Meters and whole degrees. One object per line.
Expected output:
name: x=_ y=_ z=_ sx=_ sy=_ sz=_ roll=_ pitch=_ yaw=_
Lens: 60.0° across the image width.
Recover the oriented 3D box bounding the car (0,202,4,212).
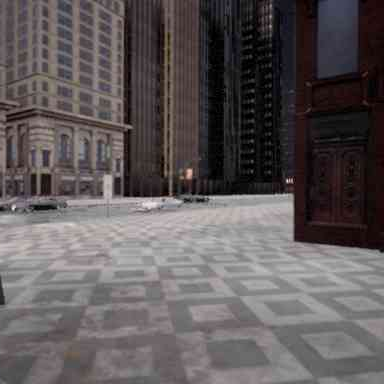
car: x=-16.379 y=1.185 z=31.929 sx=2.033 sy=1.411 sz=5.357 roll=0 pitch=1 yaw=35

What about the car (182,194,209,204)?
car: x=0.603 y=1.136 z=50.424 sx=1.895 sy=1.301 sz=4.718 roll=0 pitch=1 yaw=35

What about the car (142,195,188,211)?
car: x=-2.849 y=1.253 z=34.080 sx=1.895 sy=1.301 sz=4.718 roll=0 pitch=1 yaw=35

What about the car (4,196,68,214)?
car: x=-13.694 y=1.149 z=30.095 sx=2.128 sy=1.511 sz=4.902 roll=0 pitch=1 yaw=35

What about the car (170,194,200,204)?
car: x=-1.015 y=1.053 z=53.750 sx=2.033 sy=1.411 sz=5.357 roll=0 pitch=1 yaw=35
